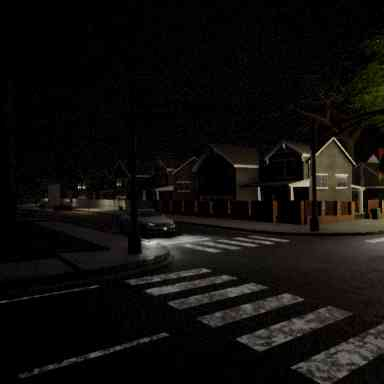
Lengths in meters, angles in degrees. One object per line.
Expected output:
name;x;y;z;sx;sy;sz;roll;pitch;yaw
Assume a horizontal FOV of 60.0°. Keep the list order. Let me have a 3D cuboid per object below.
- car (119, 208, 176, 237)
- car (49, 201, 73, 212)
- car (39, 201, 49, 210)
car;-2.788;1.720;19.752;1.812;1.442;4.674;-1;0;-35
car;-18.250;1.987;47.016;2.128;1.511;4.902;-1;0;-34
car;-24.225;2.189;55.545;1.994;1.385;4.181;-1;0;-35
